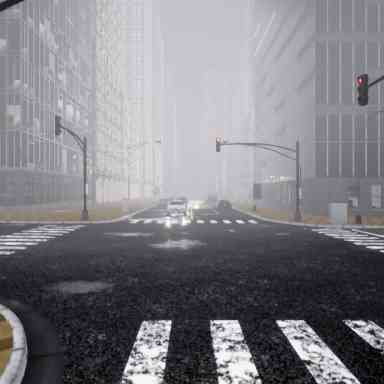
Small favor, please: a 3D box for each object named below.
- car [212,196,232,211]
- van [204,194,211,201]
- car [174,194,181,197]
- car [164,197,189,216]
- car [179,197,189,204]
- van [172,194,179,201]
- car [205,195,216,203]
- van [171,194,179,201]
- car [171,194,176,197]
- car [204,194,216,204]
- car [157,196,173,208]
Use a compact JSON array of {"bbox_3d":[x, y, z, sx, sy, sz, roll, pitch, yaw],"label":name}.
[{"bbox_3d":[3.934,1.579,41.811,1.947,1.339,4.313,0,0,0],"label":"car"},{"bbox_3d":[3.727,1.321,80.503,1.690,1.788,3.998,0,0,0],"label":"van"},{"bbox_3d":[-1.562,1.512,52.383,1.837,1.490,4.892,0,0,0],"label":"car"},{"bbox_3d":[-1.491,1.543,33.049,1.812,1.442,4.674,0,0,0],"label":"car"},{"bbox_3d":[-1.538,1.595,67.116,1.895,1.301,4.718,0,0,0],"label":"car"},{"bbox_3d":[-4.175,1.315,85.998,1.690,1.788,3.998,0,0,0],"label":"van"},{"bbox_3d":[3.772,1.432,69.448,1.967,1.590,4.097,0,0,0],"label":"car"},{"bbox_3d":[-4.153,1.321,80.471,1.690,1.788,3.998,0,0,0],"label":"van"},{"bbox_3d":[-4.085,1.564,63.888,1.947,1.339,4.313,0,0,0],"label":"car"},{"bbox_3d":[3.795,1.313,63.920,2.192,1.841,5.009,0,0,0],"label":"car"},{"bbox_3d":[-4.018,1.593,47.305,1.802,1.307,4.206,0,0,0],"label":"car"}]
